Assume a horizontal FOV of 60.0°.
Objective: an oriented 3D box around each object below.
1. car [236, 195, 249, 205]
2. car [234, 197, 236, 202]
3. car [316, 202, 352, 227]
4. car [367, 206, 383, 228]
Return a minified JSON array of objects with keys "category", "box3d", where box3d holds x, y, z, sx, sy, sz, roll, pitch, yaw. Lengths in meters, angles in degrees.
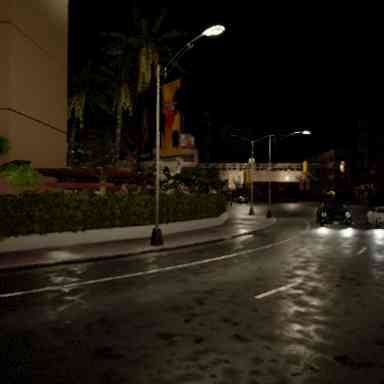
[{"category":"car","box3d":[12.082,2.115,78.054,2.097,1.535,5.008,0,0,3]},{"category":"car","box3d":[12.348,2.037,84.476,2.185,1.767,4.553,0,0,3]},{"category":"car","box3d":[10.729,1.600,25.359,2.097,1.767,4.553,0,0,17]},{"category":"car","box3d":[13.989,1.789,24.102,1.812,1.442,4.674,0,-1,18]}]
